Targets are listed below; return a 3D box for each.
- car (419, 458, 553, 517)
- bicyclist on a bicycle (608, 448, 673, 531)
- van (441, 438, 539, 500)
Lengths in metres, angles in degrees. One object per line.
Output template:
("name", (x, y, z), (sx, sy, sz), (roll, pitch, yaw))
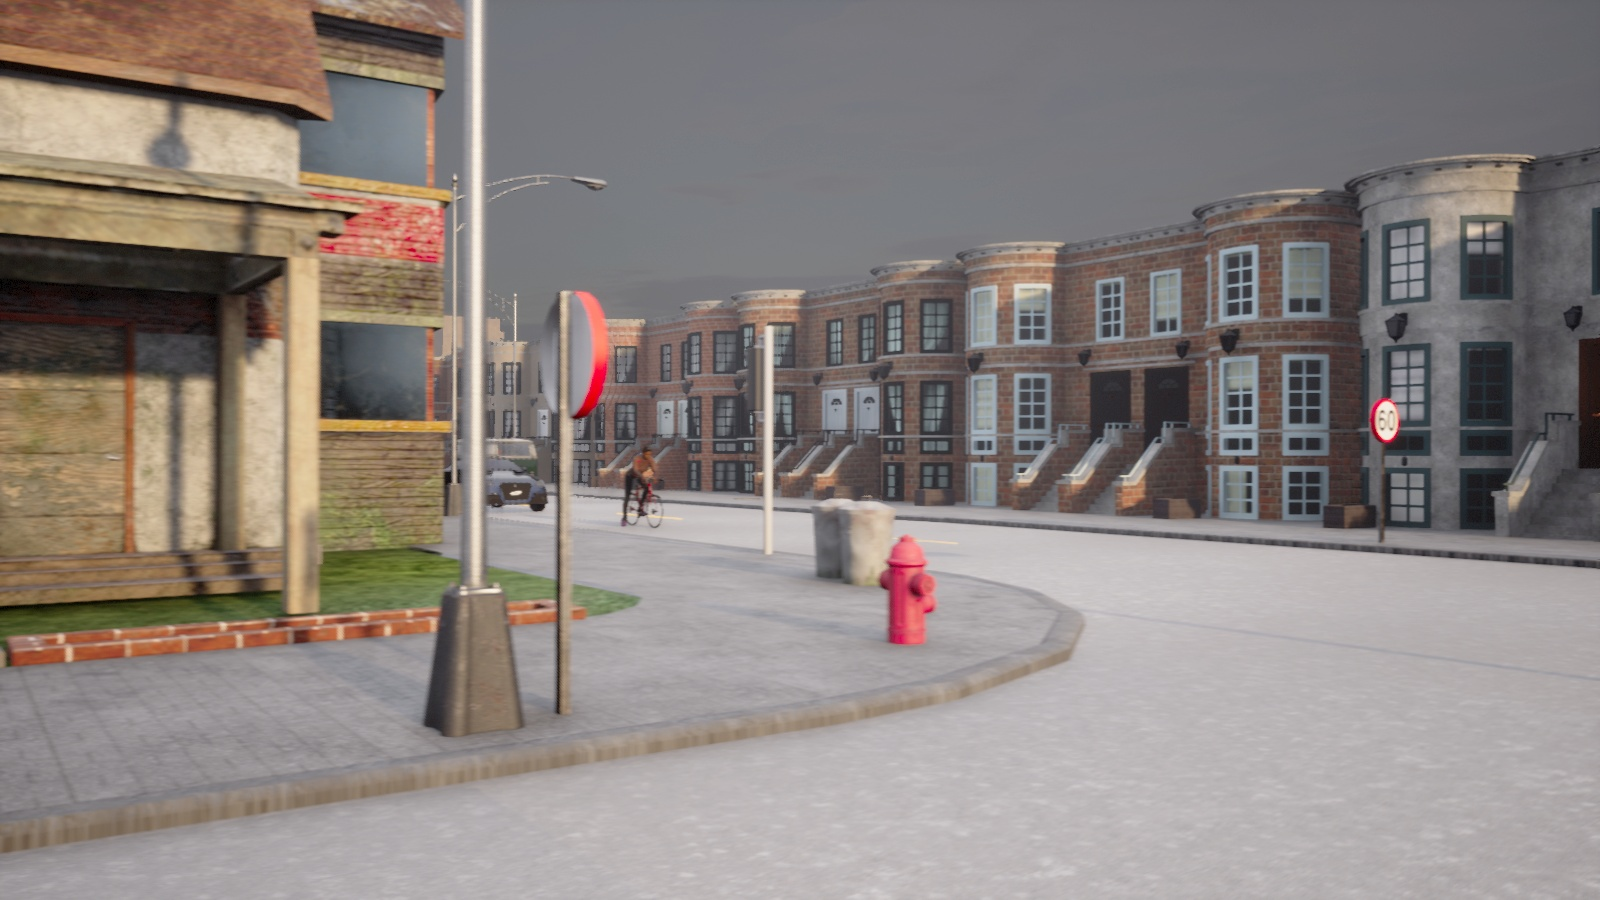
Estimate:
("car", (-8.114, 0.903, 32.187), (1.994, 1.385, 4.181), (0, 0, -35))
("bicyclist on a bicycle", (-3.207, 0.764, 25.123), (0.582, 1.620, 1.656), (0, 0, -35))
("van", (-10.618, 0.622, 42.813), (1.775, 1.987, 4.442), (0, 0, -35))
